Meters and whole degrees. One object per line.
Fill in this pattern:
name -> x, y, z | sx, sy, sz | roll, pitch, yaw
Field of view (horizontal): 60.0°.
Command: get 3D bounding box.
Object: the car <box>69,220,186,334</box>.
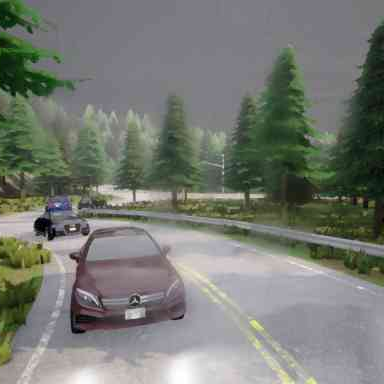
car -> -1.519, 1.523, 7.078 | 1.812, 1.442, 4.674 | -2, 0, -17

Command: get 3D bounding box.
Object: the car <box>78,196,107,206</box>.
car -> -12.704, 1.289, 42.819 | 2.097, 1.767, 4.553 | 2, 2, 13

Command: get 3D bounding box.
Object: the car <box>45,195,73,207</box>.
car -> -12.851, 1.326, 32.231 | 2.150, 2.045, 5.566 | -1, 0, -18

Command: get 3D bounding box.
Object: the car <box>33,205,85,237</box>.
car -> -7.050, 1.664, 17.790 | 1.994, 1.385, 4.181 | -4, 2, -38
